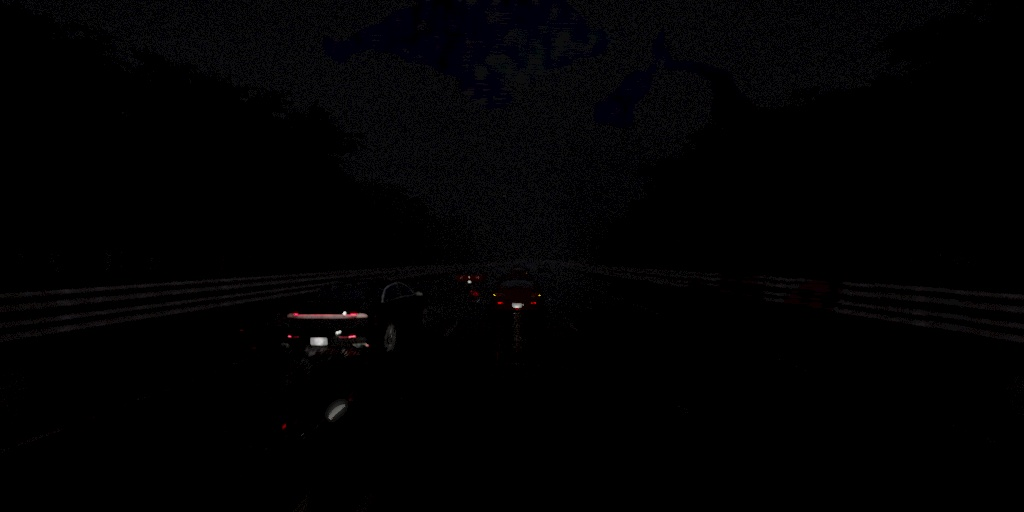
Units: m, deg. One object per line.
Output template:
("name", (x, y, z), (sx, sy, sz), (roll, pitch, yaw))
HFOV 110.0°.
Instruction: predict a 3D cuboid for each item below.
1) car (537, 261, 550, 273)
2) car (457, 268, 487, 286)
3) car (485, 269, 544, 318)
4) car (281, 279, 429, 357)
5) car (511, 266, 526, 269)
("car", (5.103, 1.926, 57.473), (2.128, 1.511, 4.902), (0, -1, 3))
("car", (-3.030, 1.625, 28.287), (1.895, 1.301, 4.718), (0, -1, 2))
("car", (0.181, 1.387, 13.464), (1.812, 1.442, 4.674), (0, 0, 1))
("car", (-3.361, 1.302, 8.698), (2.128, 1.511, 4.902), (0, -1, 0))
("car", (0.594, 1.606, 32.339), (1.812, 1.442, 4.674), (0, -1, 2))
